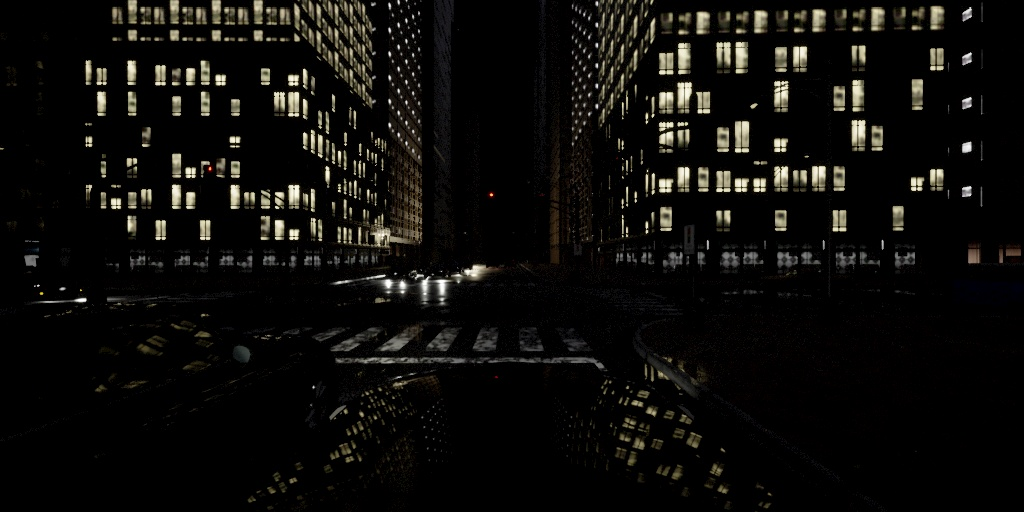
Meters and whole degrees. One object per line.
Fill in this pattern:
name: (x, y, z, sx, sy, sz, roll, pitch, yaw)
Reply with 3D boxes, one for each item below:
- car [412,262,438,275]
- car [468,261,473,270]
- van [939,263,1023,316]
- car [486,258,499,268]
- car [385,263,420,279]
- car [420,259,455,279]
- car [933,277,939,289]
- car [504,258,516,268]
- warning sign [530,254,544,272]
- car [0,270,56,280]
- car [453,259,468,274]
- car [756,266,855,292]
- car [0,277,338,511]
car: (-10.054, 1.361, 41.679, 1.994, 1.385, 4.181, 0, 0, 0)
car: (-6.857, 1.389, 52.776, 1.994, 1.385, 4.181, 0, 0, 0)
van: (18.301, 1.119, 12.718, 3.998, 1.789, 1.690, 0, 0, 2)
car: (-3.473, 1.213, 63.616, 2.097, 1.767, 4.553, 0, 0, -1)
car: (-10.015, 1.343, 32.771, 1.994, 1.385, 4.181, 0, 0, 0)
car: (-6.764, 1.305, 32.923, 1.812, 1.442, 4.674, 0, 0, 0)
car: (26.824, 1.356, 20.451, 4.207, 1.307, 1.802, 0, 0, 2)
car: (-0.329, 1.426, 63.793, 1.994, 1.385, 4.181, 0, 0, 0)
warning sign: (2.643, 0.910, 40.794, 1.300, 1.860, 1.060, 0, 0, 0)
car: (-22.521, 1.322, 16.378, 4.181, 1.385, 1.994, 0, 0, 0)
car: (-6.817, 1.277, 42.797, 1.882, 1.535, 5.008, 0, 0, 0)
car: (16.987, 1.293, 20.883, 4.829, 1.417, 1.751, 0, 0, 2)
car: (-3.154, 1.102, 2.525, 2.097, 1.767, 4.553, 0, 0, 0)
